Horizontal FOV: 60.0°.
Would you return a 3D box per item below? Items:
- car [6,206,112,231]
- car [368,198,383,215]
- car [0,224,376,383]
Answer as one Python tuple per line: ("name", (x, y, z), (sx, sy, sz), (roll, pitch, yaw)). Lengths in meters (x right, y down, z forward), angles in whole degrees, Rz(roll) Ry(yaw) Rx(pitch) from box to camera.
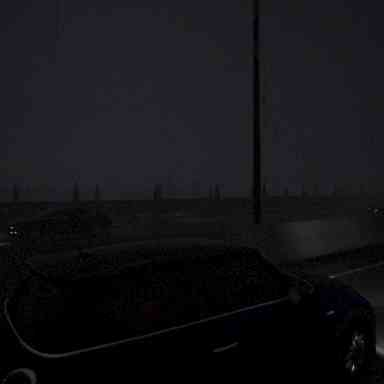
("car", (-6.469, 1.477, 16.576), (4.892, 1.490, 1.837), (0, 0, -36))
("car", (17.392, 1.302, 29.294), (4.892, 1.490, 1.837), (0, 0, -35))
("car", (0.142, 1.337, 3.850), (4.553, 1.767, 2.097), (0, 0, -36))
